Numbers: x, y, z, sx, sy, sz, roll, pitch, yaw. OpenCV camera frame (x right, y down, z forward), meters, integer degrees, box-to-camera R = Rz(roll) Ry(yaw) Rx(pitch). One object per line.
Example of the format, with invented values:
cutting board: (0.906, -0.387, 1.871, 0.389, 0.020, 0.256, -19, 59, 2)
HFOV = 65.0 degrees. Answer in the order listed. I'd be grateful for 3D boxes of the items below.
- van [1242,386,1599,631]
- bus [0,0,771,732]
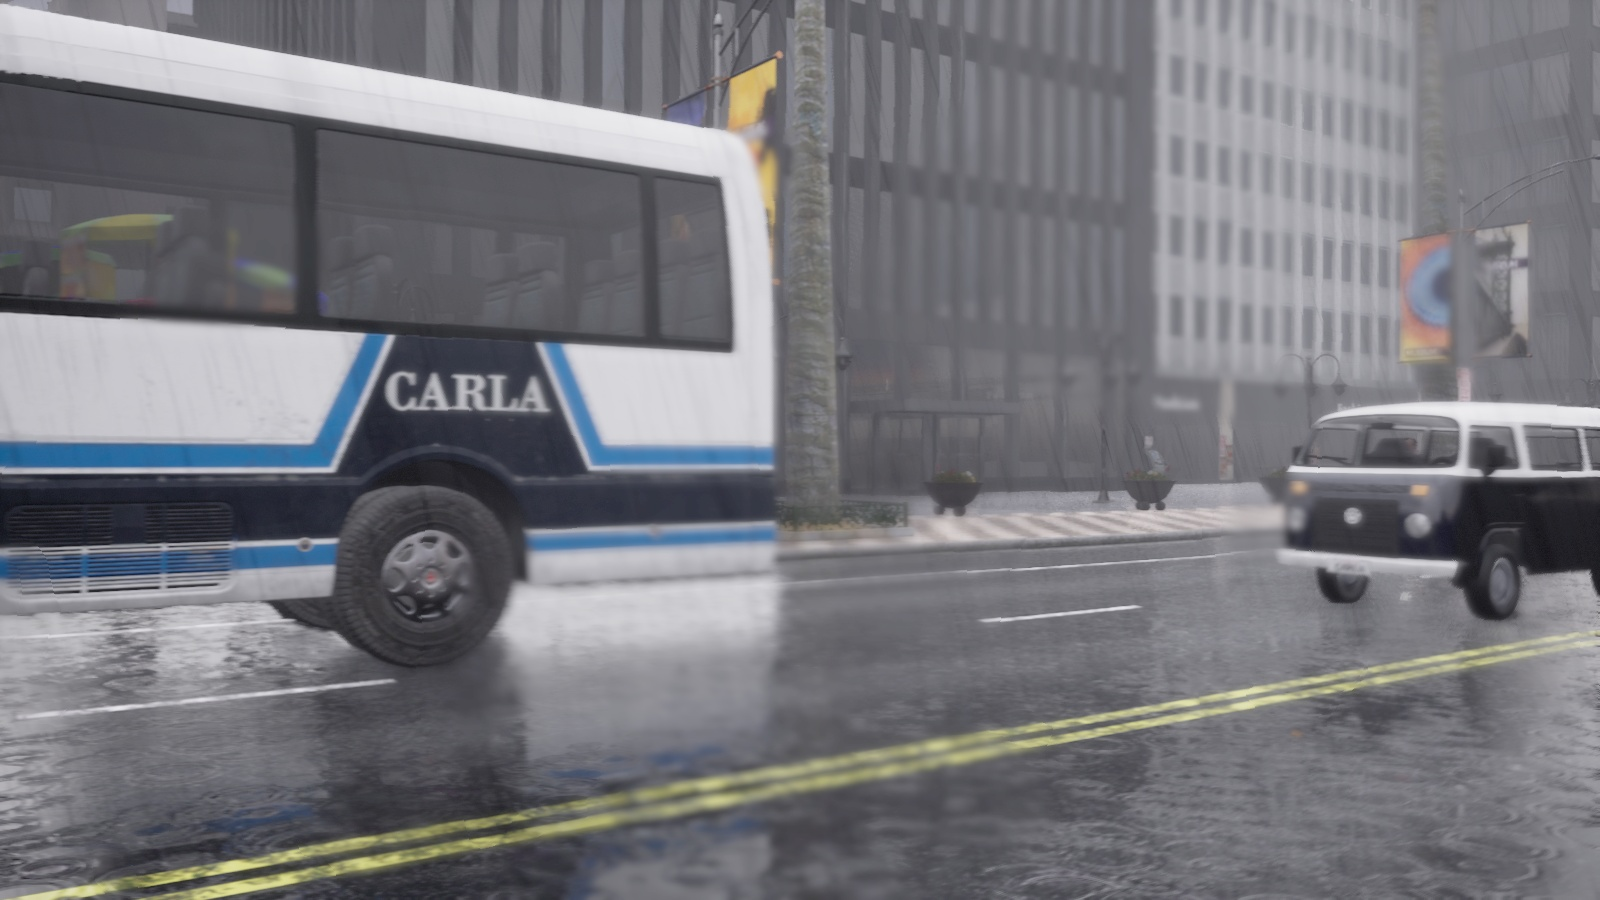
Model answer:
van: (6.721, 0.509, 12.596, 4.480, 2.038, 2.069, 1, -1, -35)
bus: (-5.566, -0.602, 8.316, 10.273, 4.253, 3.944, 0, 0, -35)
